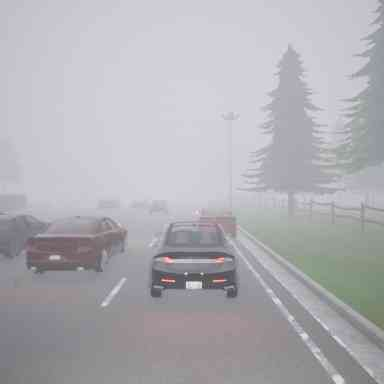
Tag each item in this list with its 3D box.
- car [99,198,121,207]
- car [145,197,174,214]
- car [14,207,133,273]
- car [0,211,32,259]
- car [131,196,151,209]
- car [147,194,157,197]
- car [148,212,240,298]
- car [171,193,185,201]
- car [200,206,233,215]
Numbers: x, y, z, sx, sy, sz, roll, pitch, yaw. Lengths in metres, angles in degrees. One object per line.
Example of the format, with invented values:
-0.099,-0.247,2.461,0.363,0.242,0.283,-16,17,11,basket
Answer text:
-10.394,1.477,42.304,1.882,1.535,5.008,0,0,0,car
-3.395,1.547,35.478,2.033,1.411,5.357,0,0,0,car
-3.399,1.477,10.731,1.882,1.535,5.008,0,0,0,car
-6.898,1.547,12.635,2.033,1.411,5.357,0,0,0,car
-6.893,1.601,45.083,1.895,1.301,4.718,0,0,0,car
-10.487,1.525,83.474,2.128,1.511,4.902,0,0,0,car
0.054,1.492,8.510,2.128,1.511,4.902,0,0,0,car
-3.488,1.225,83.685,2.150,2.045,5.566,0,0,0,car
1.227,1.478,17.852,1.882,1.535,5.008,0,0,0,car
